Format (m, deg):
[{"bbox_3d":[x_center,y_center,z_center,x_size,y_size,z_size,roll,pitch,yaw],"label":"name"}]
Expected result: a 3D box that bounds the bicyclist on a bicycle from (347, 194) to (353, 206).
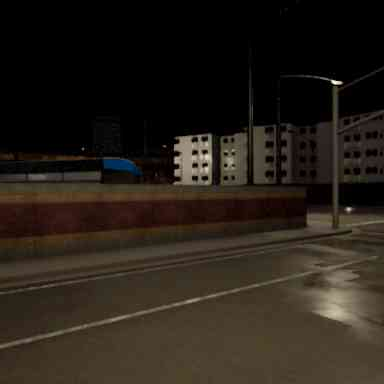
[{"bbox_3d":[22.262,1.118,46.782,1.656,1.620,0.582,-1,0,-35],"label":"bicyclist on a bicycle"}]
